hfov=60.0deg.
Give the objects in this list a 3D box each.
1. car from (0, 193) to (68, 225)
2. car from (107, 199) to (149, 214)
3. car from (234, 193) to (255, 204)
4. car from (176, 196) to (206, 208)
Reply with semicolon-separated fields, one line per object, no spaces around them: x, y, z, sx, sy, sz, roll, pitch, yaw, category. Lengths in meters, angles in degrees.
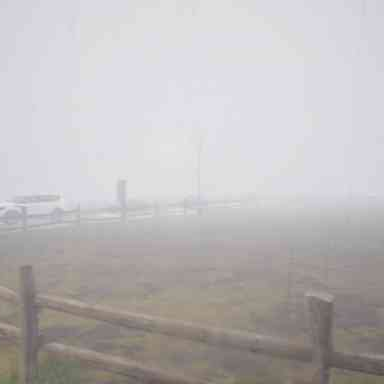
-11.689;1.101;23.923;2.150;2.045;5.566;1;1;35;car
-6.065;1.330;31.756;1.994;1.385;4.181;1;1;36;car
8.364;0.951;51.577;1.882;1.535;5.008;1;1;36;car
-0.070;1.209;40.039;1.994;1.385;4.181;1;1;36;car
